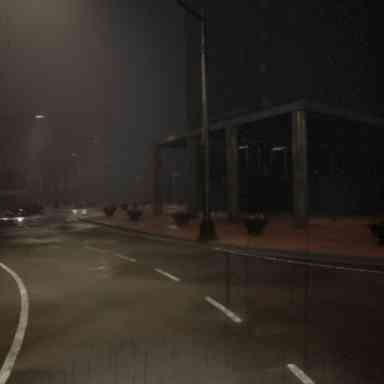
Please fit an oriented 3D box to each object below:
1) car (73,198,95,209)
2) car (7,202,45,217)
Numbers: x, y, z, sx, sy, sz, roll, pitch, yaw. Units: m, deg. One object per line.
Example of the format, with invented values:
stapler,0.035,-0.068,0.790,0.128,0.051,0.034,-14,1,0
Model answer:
car,-17.112,1.777,52.785,2.097,1.767,4.553,-1,0,4
car,-18.427,1.925,37.131,1.837,1.490,4.892,-1,0,8
